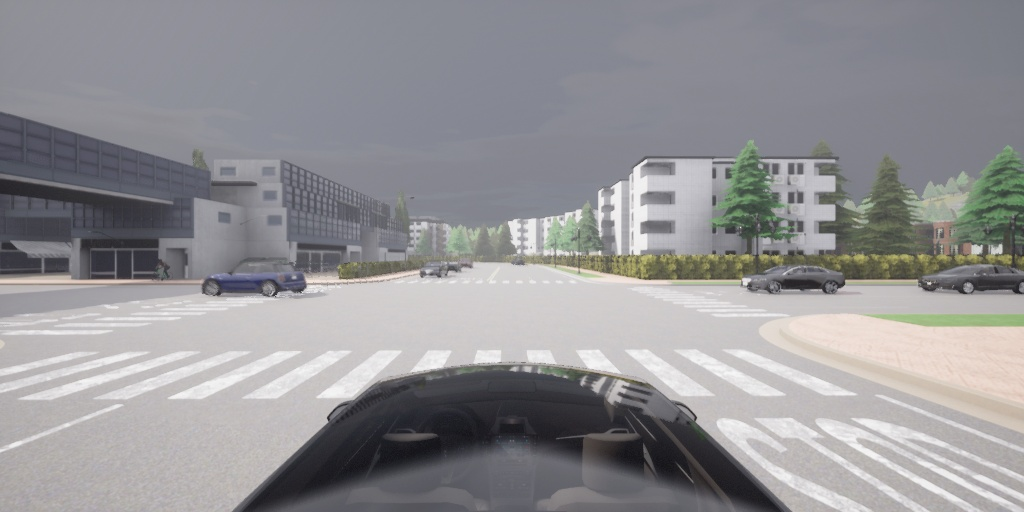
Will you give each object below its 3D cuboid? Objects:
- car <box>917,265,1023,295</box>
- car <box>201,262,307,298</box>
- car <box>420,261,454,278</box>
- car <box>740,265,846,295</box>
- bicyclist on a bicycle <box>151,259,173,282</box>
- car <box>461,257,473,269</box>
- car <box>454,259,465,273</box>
[{"bbox_3d":[24.907,1.241,19.323,4.892,1.490,1.837,0,0,0],"label":"car"},{"bbox_3d":[-13.079,1.105,18.250,4.553,1.767,2.097,0,0,6],"label":"car"},{"bbox_3d":[-7.312,1.247,34.021,2.128,1.511,4.902,0,0,1],"label":"car"},{"bbox_3d":[14.968,1.228,19.260,4.902,1.511,2.128,0,0,0],"label":"car"},{"bbox_3d":[-25.424,1.057,26.067,0.582,1.620,1.656,0,0,0],"label":"bicyclist on a bicycle"},{"bbox_3d":[-7.466,1.113,57.471,2.097,1.767,4.553,0,0,0],"label":"car"},{"bbox_3d":[-7.356,1.358,43.931,1.895,1.301,4.718,0,0,0],"label":"car"}]
